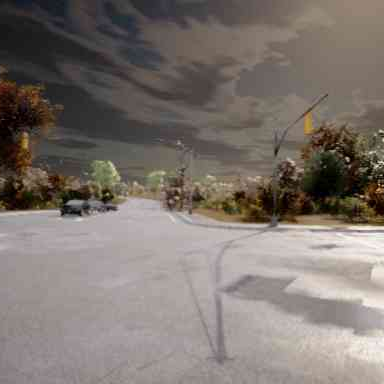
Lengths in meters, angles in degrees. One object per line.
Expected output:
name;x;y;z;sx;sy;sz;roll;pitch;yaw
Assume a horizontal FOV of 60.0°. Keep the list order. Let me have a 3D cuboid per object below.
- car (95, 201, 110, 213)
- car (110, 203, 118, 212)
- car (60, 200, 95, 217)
car;-11.943;1.841;41.550;1.837;1.490;4.892;1;-3;-6
car;-13.410;2.563;55.231;2.033;1.411;5.357;1;-3;-6
car;-10.812;1.448;31.228;1.882;1.535;5.008;1;-2;-5
